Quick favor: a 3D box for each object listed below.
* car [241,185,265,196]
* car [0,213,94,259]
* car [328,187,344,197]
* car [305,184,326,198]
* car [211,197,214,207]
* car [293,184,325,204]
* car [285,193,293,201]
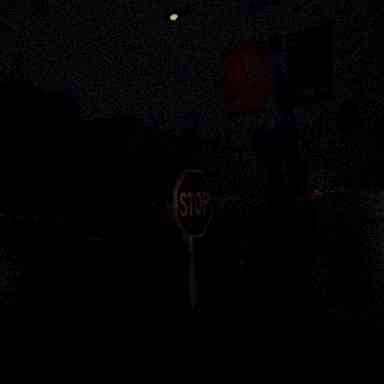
[{"bbox_3d":[9.083,-0.028,49.124,2.150,2.045,5.566,-2,1,32],"label":"car"},{"bbox_3d":[-6.094,1.436,11.760,2.033,1.411,5.357,-2,0,32],"label":"car"},{"bbox_3d":[22.582,0.002,52.253,1.837,1.490,4.892,-2,1,31],"label":"car"},{"bbox_3d":[20.565,-0.225,55.204,2.150,2.045,5.566,-2,1,32],"label":"car"},{"bbox_3d":[0.632,1.021,35.498,2.128,1.511,4.902,-2,0,32],"label":"car"},{"bbox_3d":[13.196,0.367,36.977,2.097,1.767,4.553,-2,1,32],"label":"car"},{"bbox_3d":[13.996,0.278,44.487,2.097,1.767,4.553,-2,1,32],"label":"car"}]
